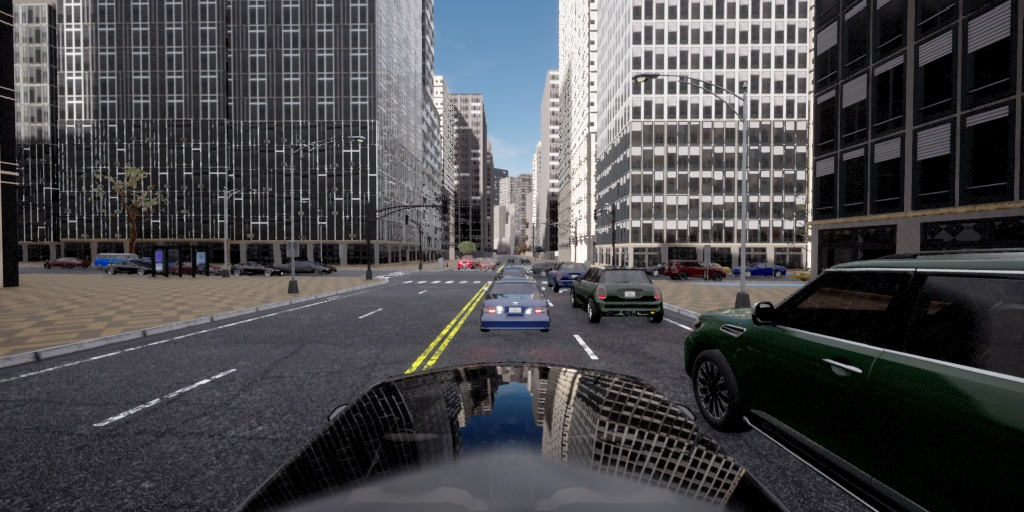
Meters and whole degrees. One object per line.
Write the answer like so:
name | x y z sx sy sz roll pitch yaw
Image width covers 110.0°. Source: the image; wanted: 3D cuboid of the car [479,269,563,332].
car | 0.079 1.293 10.793 2.033 1.411 5.357 0 0 0

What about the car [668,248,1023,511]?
car | 3.345 0.971 2.394 2.150 2.045 5.566 0 0 0

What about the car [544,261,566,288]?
car | 3.300 1.091 21.104 2.097 1.767 4.553 0 0 0

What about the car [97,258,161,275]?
car | -34.174 1.067 32.495 4.313 1.339 1.948 0 0 1

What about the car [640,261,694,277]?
car | 16.206 1.364 37.589 4.892 1.490 1.837 0 1 -1

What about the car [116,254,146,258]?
car | -35.144 0.928 35.145 5.008 1.535 1.882 1 1 1

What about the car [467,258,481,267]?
car | -6.718 1.176 63.719 1.882 1.535 5.008 0 0 1

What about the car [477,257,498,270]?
car | -3.440 1.066 51.230 2.097 1.767 4.553 0 0 -1

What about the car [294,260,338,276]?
car | -19.994 1.134 34.875 5.357 1.411 2.033 1 1 1

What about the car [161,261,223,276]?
car | -28.493 1.136 32.336 4.207 1.307 1.802 0 0 1

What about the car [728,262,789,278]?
car | 25.684 1.420 37.426 5.008 1.535 1.882 1 1 1

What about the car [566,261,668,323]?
car | 3.324 1.097 12.240 2.097 1.767 4.553 0 0 0

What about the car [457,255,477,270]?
car | -6.721 0.933 53.374 2.150 2.045 5.566 0 0 0

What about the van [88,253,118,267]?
van | -45.388 0.602 41.127 3.998 1.789 1.690 0 0 1

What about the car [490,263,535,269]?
car | 0.052 1.304 20.036 1.994 1.385 4.181 0 0 0

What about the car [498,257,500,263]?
car | -3.480 1.229 60.074 1.812 1.442 4.674 0 0 0

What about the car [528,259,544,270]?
car | 4.307 1.311 34.530 4.892 1.490 1.837 1 1 1

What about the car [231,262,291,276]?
car | -22.809 1.172 32.217 4.313 1.339 1.948 0 0 1
